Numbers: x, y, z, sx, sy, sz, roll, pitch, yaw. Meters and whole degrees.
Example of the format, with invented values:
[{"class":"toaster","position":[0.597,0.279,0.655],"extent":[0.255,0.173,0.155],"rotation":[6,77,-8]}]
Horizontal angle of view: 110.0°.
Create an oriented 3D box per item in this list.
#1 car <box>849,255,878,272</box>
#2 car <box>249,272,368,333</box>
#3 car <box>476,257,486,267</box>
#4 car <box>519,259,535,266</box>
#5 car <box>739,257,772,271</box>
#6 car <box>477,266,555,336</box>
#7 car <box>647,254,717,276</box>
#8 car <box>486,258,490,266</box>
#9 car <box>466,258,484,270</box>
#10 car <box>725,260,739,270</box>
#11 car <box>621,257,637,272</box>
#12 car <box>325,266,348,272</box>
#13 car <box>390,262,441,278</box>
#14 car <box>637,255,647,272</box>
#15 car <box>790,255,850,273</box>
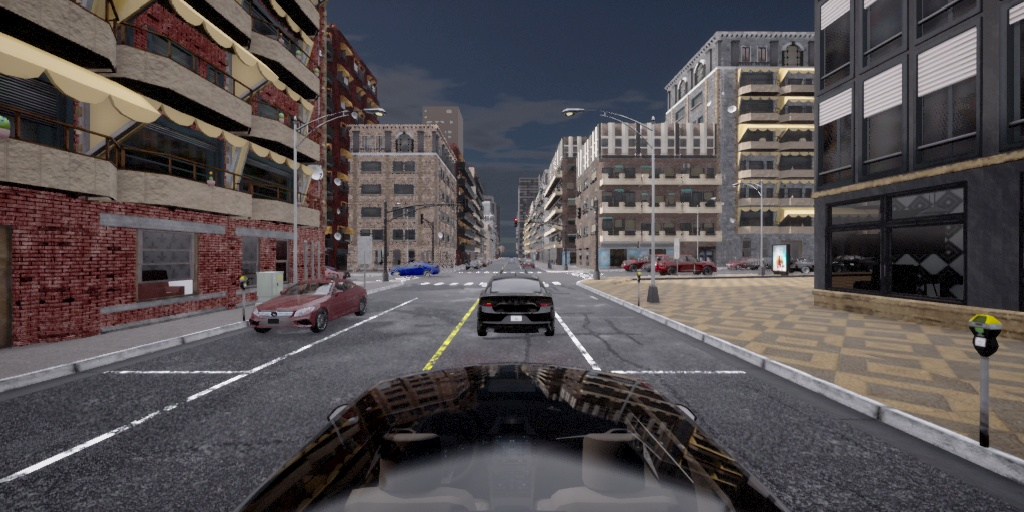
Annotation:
[{"class":"car","position":[31.340,0.717,30.865],"extent":[4.313,1.339,1.948],"rotation":[0,0,-1]},{"class":"car","position":[-5.744,1.332,10.726],"extent":[1.802,1.307,4.207],"rotation":[0,0,0]},{"class":"car","position":[-5.711,1.293,58.262],"extent":[1.751,1.417,4.829],"rotation":[0,0,0]},{"class":"car","position":[2.670,1.207,58.437],"extent":[1.967,1.591,4.097],"rotation":[0,0,0]},{"class":"car","position":[26.786,0.773,36.613],"extent":[5.357,1.411,2.033],"rotation":[-1,0,-1]},{"class":"car","position":[0.096,1.227,10.388],"extent":[1.882,1.535,5.008],"rotation":[0,0,0]},{"class":"car","position":[14.699,0.778,30.713],"extent":[5.009,1.841,2.192],"rotation":[0,0,-1]},{"class":"car","position":[-5.712,1.086,64.115],"extent":[2.192,1.841,5.009],"rotation":[0,0,0]},{"class":"car","position":[-5.708,1.330,52.750],"extent":[1.948,1.339,4.313],"rotation":[0,0,0]},{"class":"car","position":[25.653,0.824,39.194],"extent":[4.207,1.307,1.802],"rotation":[0,0,-1]},{"class":"car","position":[14.562,0.764,39.093],"extent":[5.009,1.841,2.192],"rotation":[0,0,-1]},{"class":"car","position":[-17.188,1.610,33.010],"extent":[4.181,1.385,1.994],"rotation":[-1,0,-1]},{"class":"car","position":[-9.794,1.382,36.280],"extent":[5.008,1.535,1.882],"rotation":[-1,0,-1]},{"class":"car","position":[15.721,0.937,36.514],"extent":[4.892,1.490,1.837],"rotation":[-1,0,-1]},{"class":"car","position":[25.793,0.822,30.814],"extent":[4.313,1.339,1.948],"rotation":[0,0,-1]}]
